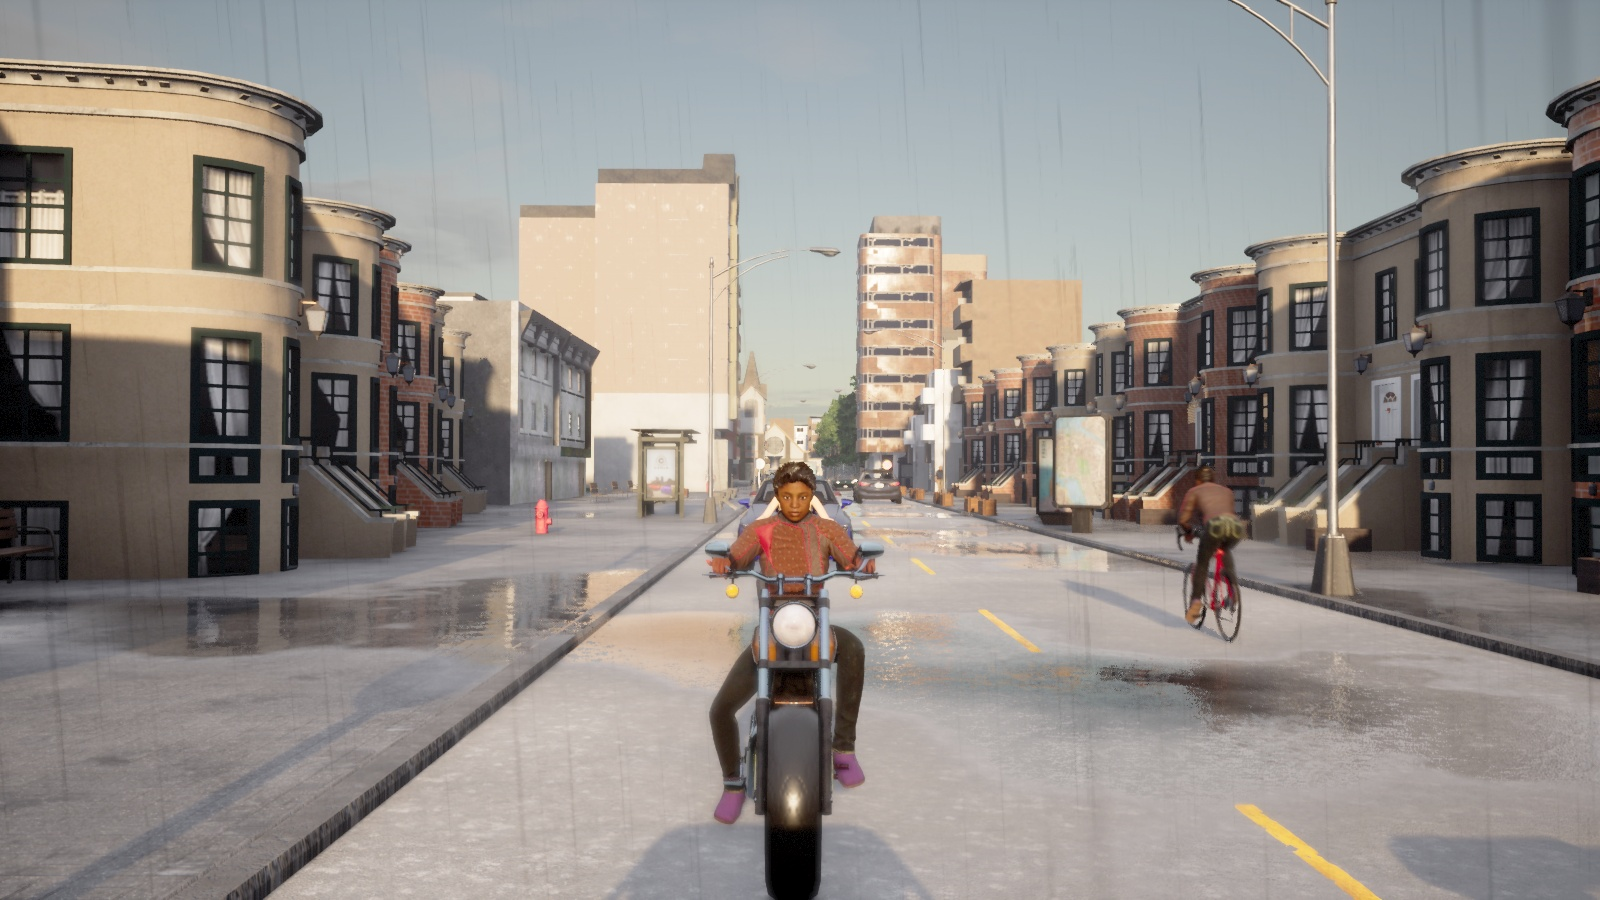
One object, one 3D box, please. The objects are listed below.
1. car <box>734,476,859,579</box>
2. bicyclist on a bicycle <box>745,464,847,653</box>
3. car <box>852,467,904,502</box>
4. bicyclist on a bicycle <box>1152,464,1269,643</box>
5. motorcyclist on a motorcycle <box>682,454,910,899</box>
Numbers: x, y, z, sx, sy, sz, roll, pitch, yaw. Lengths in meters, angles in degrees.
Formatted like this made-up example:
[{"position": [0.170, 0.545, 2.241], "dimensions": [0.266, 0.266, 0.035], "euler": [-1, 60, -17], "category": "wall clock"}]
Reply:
[{"position": [-0.067, 1.170, 20.390], "dimensions": [1.816, 1.474, 4.193], "euler": [0, -1, 0], "category": "car"}, {"position": [-0.038, 0.944, 11.512], "dimensions": [0.866, 1.612, 1.509], "euler": [0, -1, 0], "category": "bicyclist on a bicycle"}, {"position": [3.799, 1.684, 62.124], "dimensions": [2.242, 1.667, 4.611], "euler": [0, -1, 0], "category": "car"}, {"position": [3.959, 0.957, 12.232], "dimensions": [0.582, 1.620, 1.656], "euler": [0, -1, 0], "category": "bicyclist on a bicycle"}, {"position": [-0.019, 0.856, 5.428], "dimensions": [0.766, 1.649, 2.350], "euler": [0, -1, 0], "category": "motorcyclist on a motorcycle"}]
